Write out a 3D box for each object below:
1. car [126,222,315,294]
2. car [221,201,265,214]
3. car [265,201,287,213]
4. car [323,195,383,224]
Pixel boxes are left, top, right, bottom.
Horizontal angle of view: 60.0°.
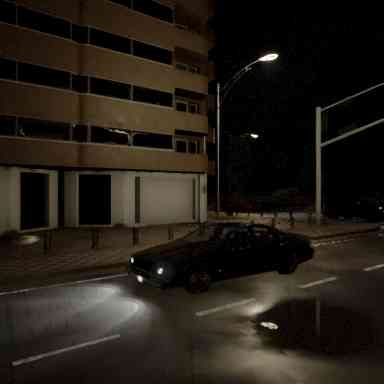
[{"bbox_3d":[1.027,1.547,8.941,5.357,1.411,2.033,0,0,-35],"label":"car"},{"bbox_3d":[5.443,1.656,37.048,1.895,1.301,4.718,0,0,-36],"label":"car"},{"bbox_3d":[8.616,1.656,38.633,1.895,1.301,4.718,0,0,-36],"label":"car"},{"bbox_3d":[12.961,1.277,25.980,2.150,2.045,5.566,0,-1,-29],"label":"car"}]
